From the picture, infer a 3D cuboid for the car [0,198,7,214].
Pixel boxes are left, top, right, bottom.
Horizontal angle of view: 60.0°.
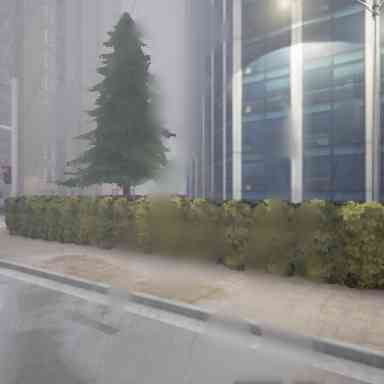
[{"bbox_3d":[-18.870,1.352,32.071,2.097,1.767,4.553,0,0,36],"label":"car"}]
